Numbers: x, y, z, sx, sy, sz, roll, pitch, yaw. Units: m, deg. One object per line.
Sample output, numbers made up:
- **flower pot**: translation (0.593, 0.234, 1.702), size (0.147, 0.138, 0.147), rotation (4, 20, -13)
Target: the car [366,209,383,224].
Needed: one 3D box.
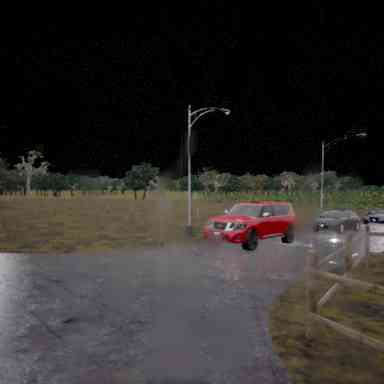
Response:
- **car**: translation (17.014, 2.272, 29.982), size (1.994, 1.385, 4.181), rotation (1, 0, 44)

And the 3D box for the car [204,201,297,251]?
- **car**: translation (2.999, 1.476, 15.903), size (2.150, 2.045, 5.566), rotation (1, 0, 44)

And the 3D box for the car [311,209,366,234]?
- **car**: translation (10.026, 1.976, 22.979), size (4.892, 1.490, 1.837), rotation (2, 0, -45)
